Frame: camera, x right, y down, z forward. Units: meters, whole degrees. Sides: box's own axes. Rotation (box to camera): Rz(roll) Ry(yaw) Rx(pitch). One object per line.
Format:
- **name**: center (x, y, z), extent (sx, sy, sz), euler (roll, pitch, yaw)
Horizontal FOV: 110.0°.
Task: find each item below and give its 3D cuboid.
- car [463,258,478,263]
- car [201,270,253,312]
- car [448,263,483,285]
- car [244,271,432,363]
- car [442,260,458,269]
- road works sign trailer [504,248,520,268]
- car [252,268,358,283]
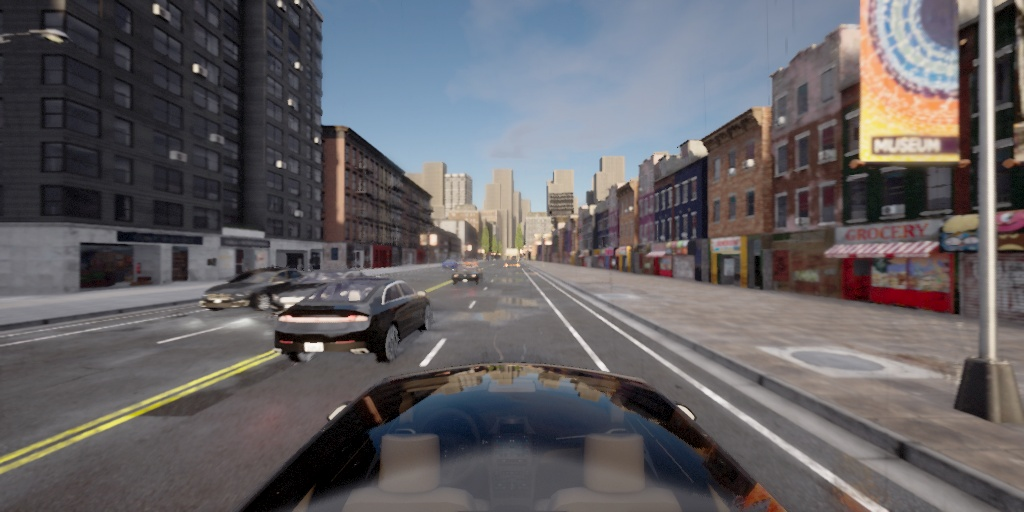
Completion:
- **car**: center (-6.549, 1.185, 56.614), extent (2.097, 1.767, 4.553), euler (0, 0, 0)
- **car**: center (-9.849, 1.261, 14.428), extent (1.837, 1.490, 4.892), euler (0, 0, 0)
- **car**: center (-3.152, 1.371, 26.303), extent (1.895, 1.301, 4.718), euler (0, 0, 0)
- **car**: center (-3.152, 1.242, 8.136), extent (2.128, 1.511, 4.902), euler (0, 0, 0)
- **car**: center (-9.796, 1.312, 56.957), extent (1.882, 1.535, 5.008), euler (0, 0, 1)
- **road works sign trailer**: center (0.000, 0.327, 65.216), extent (2.380, 3.560, 2.880), euler (0, 0, 0)
- **car**: center (-6.599, 1.246, 13.131), extent (2.128, 1.511, 4.902), euler (0, 0, 0)
